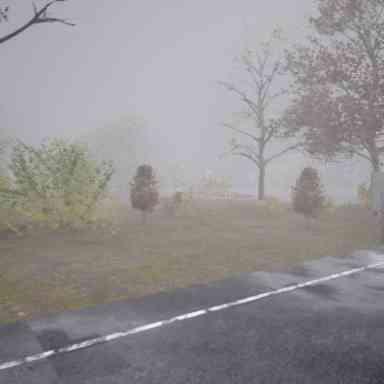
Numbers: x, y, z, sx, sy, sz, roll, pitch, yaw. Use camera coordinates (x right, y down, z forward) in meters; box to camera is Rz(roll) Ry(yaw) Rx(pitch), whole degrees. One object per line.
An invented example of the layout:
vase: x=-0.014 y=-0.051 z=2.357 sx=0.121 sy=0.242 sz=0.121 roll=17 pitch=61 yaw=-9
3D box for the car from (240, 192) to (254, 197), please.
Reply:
car: x=11.108 y=0.717 z=69.966 sx=1.895 sy=1.301 sz=4.718 roll=-1 pitch=1 yaw=-35
